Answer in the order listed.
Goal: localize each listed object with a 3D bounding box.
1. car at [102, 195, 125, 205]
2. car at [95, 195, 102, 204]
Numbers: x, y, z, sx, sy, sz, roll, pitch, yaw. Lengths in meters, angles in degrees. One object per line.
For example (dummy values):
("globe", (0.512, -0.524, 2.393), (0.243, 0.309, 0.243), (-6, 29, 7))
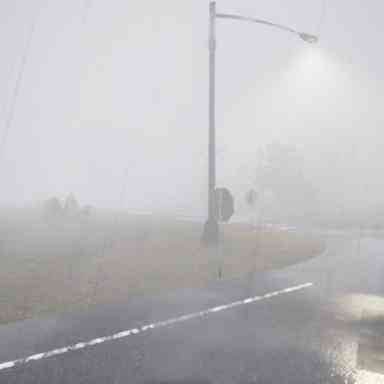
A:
("car", (-13.003, 1.232, 56.284), (2.097, 1.767, 4.553), (0, 0, -33))
("car", (-16.242, 1.361, 61.014), (2.128, 1.511, 4.902), (0, 0, -34))
